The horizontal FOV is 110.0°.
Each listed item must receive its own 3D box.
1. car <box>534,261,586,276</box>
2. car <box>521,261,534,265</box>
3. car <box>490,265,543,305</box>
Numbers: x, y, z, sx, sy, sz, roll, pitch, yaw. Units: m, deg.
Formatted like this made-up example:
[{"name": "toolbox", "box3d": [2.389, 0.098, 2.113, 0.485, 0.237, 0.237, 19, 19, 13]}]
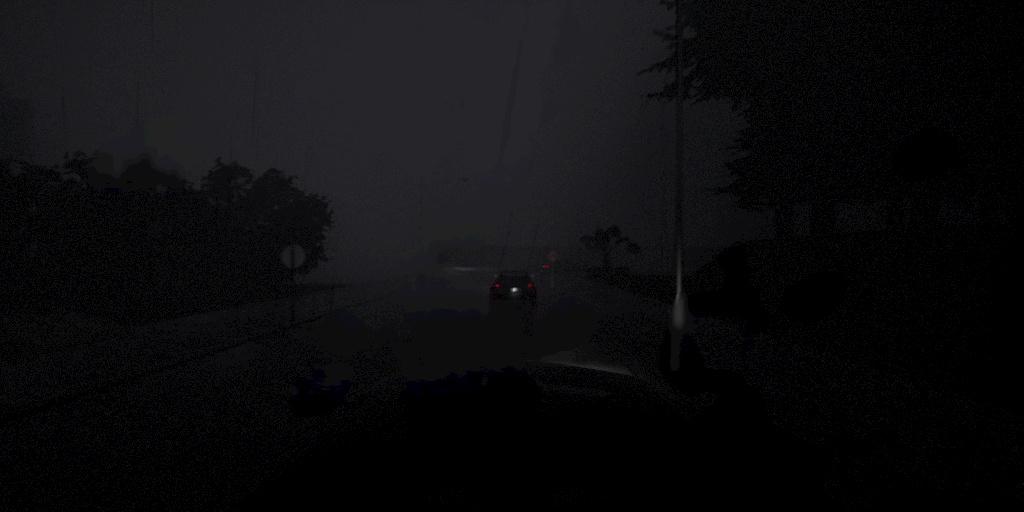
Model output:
[{"name": "car", "box3d": [5.092, 1.203, 35.765, 4.892, 1.490, 1.837, 0, -4, -25]}, {"name": "car", "box3d": [2.060, 1.254, 38.656, 4.181, 1.385, 1.994, 0, 0, -25]}, {"name": "car", "box3d": [0.096, 1.290, 15.982, 1.994, 1.385, 4.181, 0, 0, 0]}]
